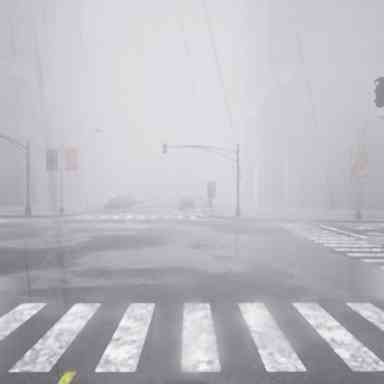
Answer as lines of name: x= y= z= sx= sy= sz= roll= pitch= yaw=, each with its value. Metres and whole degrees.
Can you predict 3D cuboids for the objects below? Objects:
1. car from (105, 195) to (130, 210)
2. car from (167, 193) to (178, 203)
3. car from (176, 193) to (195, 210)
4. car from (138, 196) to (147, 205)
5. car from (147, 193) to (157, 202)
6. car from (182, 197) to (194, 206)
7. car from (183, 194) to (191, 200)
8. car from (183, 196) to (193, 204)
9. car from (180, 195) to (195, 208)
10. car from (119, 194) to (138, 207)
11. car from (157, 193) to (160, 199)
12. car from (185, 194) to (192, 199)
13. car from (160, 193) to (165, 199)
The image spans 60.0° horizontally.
car: x=-9.100 y=1.422 z=39.744 sx=1.947 sy=1.339 sz=4.313 roll=0 pitch=0 yaw=0
car: x=-3.484 y=1.419 z=66.399 sx=1.895 sy=1.301 sz=4.718 roll=0 pitch=0 yaw=0
car: x=-0.575 y=1.297 z=39.789 sx=1.967 sy=1.590 sz=4.097 roll=0 pitch=0 yaw=0
car: x=-9.190 y=1.357 z=55.851 sx=1.752 sy=1.417 sz=4.829 roll=0 pitch=0 yaw=0
car: x=-9.283 y=1.394 z=72.300 sx=1.802 sy=1.307 sz=4.206 roll=0 pitch=0 yaw=0
car: x=-0.636 y=1.422 z=50.639 sx=1.802 sy=1.307 sz=4.206 roll=0 pitch=0 yaw=0
car: x=-1.219 y=1.279 z=83.461 sx=1.882 sy=1.535 sz=5.008 roll=0 pitch=0 yaw=0
car: x=-0.697 y=1.369 z=61.488 sx=1.887 sy=1.381 sz=4.507 roll=0 pitch=0 yaw=0
car: x=-0.606 y=1.288 z=45.214 sx=1.967 sy=1.590 sz=4.097 roll=0 pitch=0 yaw=0
car: x=-9.131 y=1.163 z=45.169 sx=2.192 sy=1.841 sz=5.009 roll=0 pitch=0 yaw=0
car: x=-9.314 y=1.121 z=77.725 sx=2.192 sy=1.841 sz=5.009 roll=0 pitch=0 yaw=0
car: x=-0.881 y=1.338 z=94.038 sx=1.887 sy=1.381 sz=4.507 roll=0 pitch=0 yaw=0
car: x=-9.405 y=1.338 z=94.003 sx=1.887 sy=1.381 sz=4.507 roll=0 pitch=0 yaw=0
